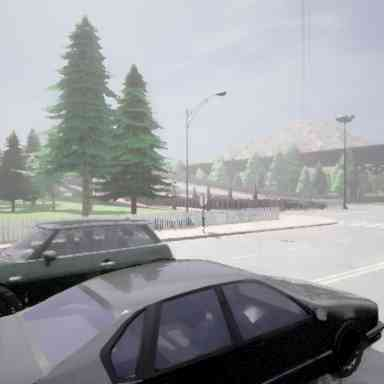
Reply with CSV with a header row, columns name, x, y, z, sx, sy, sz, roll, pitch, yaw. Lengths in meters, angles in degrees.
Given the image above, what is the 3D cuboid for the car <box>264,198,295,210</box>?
name,x,y,z,sx,sy,sz,roll,pitch,yaw
car,9.027,1.534,39.391,2.033,1.411,5.357,0,0,-37

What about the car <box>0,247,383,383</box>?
name,x,y,z,sx,sy,sz,roll,pitch,yaw
car,0.035,1.547,3.771,5.357,1.411,2.033,0,0,-35

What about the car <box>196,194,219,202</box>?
name,x,y,z,sx,sy,sz,roll,pitch,yaw
car,1.844,1.065,54.670,1.812,1.442,4.674,0,4,-37

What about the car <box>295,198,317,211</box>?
name,x,y,z,sx,sy,sz,roll,pitch,yaw
car,12.316,1.489,40.856,1.837,1.490,4.892,0,0,-37

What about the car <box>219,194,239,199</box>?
name,x,y,z,sx,sy,sz,roll,pitch,yaw
car,5.825,1.130,55.205,1.882,1.535,5.008,0,3,-37

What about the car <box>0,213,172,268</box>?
name,x,y,z,sx,sy,sz,roll,pitch,yaw
car,-2.535,1.351,6.477,4.553,1.767,2.097,0,0,-35

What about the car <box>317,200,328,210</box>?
name,x,y,z,sx,sy,sz,roll,pitch,yaw
car,15.083,1.475,43.000,2.128,1.511,4.902,0,0,-37
